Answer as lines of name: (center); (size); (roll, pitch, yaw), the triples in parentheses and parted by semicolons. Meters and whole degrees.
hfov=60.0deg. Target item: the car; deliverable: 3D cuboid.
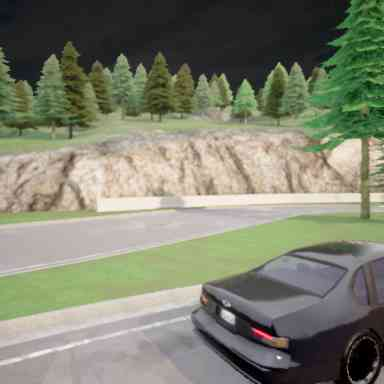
car: (2.651, 1.471, 5.021); (5.357, 1.411, 2.033); (-1, 1, -27)
